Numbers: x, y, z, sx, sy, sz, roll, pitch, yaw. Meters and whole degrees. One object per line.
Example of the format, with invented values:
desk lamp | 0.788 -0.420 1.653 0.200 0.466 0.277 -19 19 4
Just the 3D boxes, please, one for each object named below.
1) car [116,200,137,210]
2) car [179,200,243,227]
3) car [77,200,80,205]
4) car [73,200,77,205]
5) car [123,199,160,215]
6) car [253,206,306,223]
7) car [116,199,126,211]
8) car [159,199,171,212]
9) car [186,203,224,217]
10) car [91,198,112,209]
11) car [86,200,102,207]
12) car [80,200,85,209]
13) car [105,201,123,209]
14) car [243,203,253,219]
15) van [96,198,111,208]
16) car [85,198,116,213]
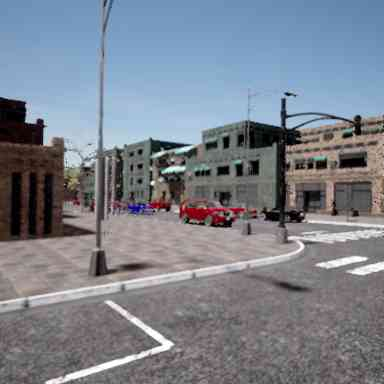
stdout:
car | -11.136 2.094 56.364 1.967 1.590 4.097 1 -1 -35
car | 0.964 1.485 24.242 2.192 1.841 5.009 1 -1 -35
car | -23.792 2.448 74.593 1.802 1.307 4.206 1 -1 -35
car | -26.955 2.500 79.151 1.802 1.307 4.206 1 -1 -35
car | -5.943 1.899 38.743 1.812 1.442 4.674 1 -1 -35
car | 7.846 1.901 29.016 1.947 1.339 4.313 1 -1 -35
car | -10.233 1.903 50.443 2.097 1.767 4.553 1 -1 -34
car | -4.809 1.863 47.250 2.192 1.841 5.009 1 -1 -35
car | 1.421 1.969 38.272 1.752 1.417 4.829 1 -1 -35
car | -15.937 1.997 58.572 2.097 1.767 4.553 1 -1 -35
car | -20.627 2.358 70.036 1.887 1.381 4.507 1 -1 -35
car | -15.583 1.812 52.806 2.097 1.767 4.553 1 -1 -35
car | -14.300 2.289 60.920 1.802 1.307 4.206 1 -1 -35
car | 4.683 1.828 33.576 1.967 1.590 4.097 1 -1 -35
van | -17.463 2.101 65.481 1.690 1.788 3.998 1 -1 -35
car | -11.691 1.823 42.470 1.967 1.590 4.097 1 -1 -35
